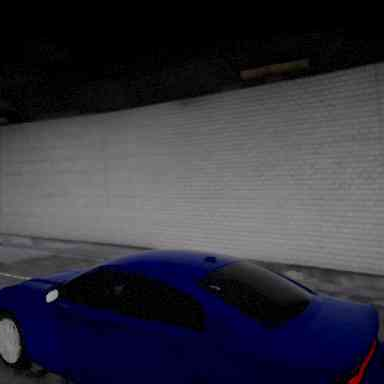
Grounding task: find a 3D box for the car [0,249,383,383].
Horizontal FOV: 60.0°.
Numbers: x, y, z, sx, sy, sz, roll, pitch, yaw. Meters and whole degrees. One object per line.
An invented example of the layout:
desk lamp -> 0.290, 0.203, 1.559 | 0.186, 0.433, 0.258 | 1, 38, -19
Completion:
car -> -0.480, 1.466, 4.079 | 5.008, 1.535, 1.882 | 0, 0, 34
